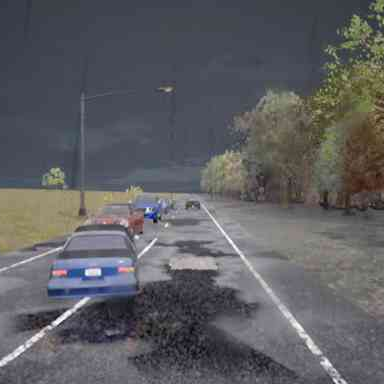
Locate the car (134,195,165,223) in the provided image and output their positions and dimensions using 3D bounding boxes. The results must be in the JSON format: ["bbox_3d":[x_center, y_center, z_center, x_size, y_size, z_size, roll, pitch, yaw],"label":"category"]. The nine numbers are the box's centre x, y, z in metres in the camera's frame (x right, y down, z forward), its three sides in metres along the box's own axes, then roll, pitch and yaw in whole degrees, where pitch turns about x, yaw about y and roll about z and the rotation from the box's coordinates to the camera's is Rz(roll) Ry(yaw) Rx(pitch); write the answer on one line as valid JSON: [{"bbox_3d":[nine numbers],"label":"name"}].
[{"bbox_3d":[-3.576,1.241,25.791,2.150,2.045,5.566,0,0,-1],"label":"car"}]

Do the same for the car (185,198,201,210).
[{"bbox_3d":[0.106,1.532,43.827,1.837,1.490,4.892,0,0,-1],"label":"car"}]

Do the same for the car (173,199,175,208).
[{"bbox_3d":[-3.544,1.380,45.802,2.097,1.767,4.553,0,0,0],"label":"car"}]

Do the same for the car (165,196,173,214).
[{"bbox_3d":[-3.555,1.377,35.796,2.097,1.767,4.553,0,0,0],"label":"car"}]

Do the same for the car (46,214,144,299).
[{"bbox_3d":[-2.363,1.555,8.699,2.033,1.411,5.357,0,0,-12],"label":"car"}]

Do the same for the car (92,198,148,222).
[{"bbox_3d":[-3.654,1.365,16.126,2.097,1.767,4.553,0,0,1],"label":"car"}]
